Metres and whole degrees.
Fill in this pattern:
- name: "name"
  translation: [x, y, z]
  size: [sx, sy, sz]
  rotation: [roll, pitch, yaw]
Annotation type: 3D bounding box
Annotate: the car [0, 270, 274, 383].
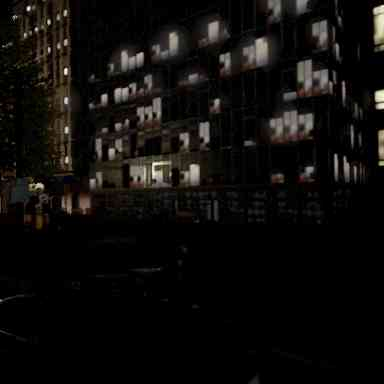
- name: "car"
  translation: [-1.246, 1.605, 3.765]
  size: [4.313, 1.339, 1.947]
  rotation: [-1, -1, 35]
